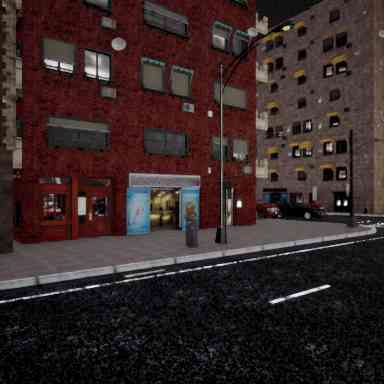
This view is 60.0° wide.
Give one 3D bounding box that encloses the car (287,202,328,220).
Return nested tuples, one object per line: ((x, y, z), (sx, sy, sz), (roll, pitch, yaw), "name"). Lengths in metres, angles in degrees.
((9.999, 1.712, 31.365), (1.882, 1.535, 5.008), (0, -1, -37), "car")

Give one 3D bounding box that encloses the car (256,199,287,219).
((6.086, 1.588, 32.003), (2.192, 1.841, 5.009), (-1, 0, -37), "car")

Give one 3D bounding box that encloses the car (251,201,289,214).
((9.663, 1.901, 41.627), (1.947, 1.339, 4.313), (-1, 0, -37), "car")

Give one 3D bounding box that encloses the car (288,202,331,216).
((13.016, 1.847, 37.181), (1.802, 1.307, 4.206), (-1, 0, -37), "car")
